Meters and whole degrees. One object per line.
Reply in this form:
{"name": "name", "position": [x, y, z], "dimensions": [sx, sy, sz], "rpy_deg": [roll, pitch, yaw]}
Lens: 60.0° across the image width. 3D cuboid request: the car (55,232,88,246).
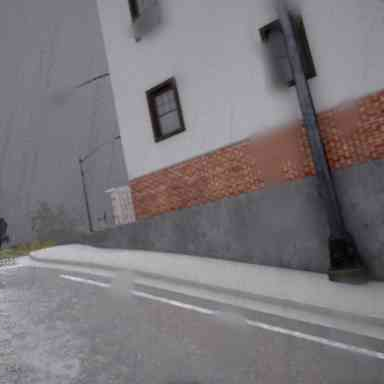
{"name": "car", "position": [-9.456, 4.184, 27.965], "dimensions": [1.994, 1.385, 4.181], "rpy_deg": [-16, -9, 35]}
